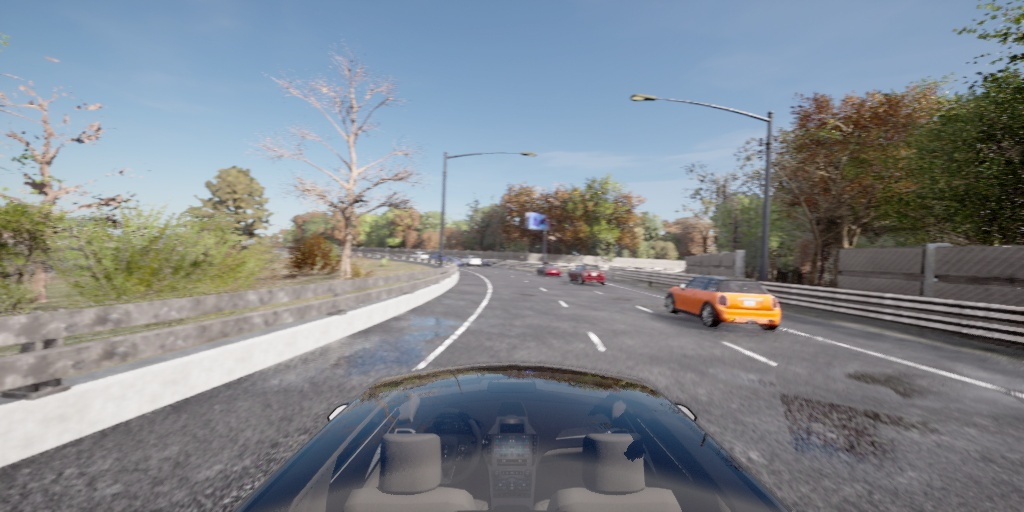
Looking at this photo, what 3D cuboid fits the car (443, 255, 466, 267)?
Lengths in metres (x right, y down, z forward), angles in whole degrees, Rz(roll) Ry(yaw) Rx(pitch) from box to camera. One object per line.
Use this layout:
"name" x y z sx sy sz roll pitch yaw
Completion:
"car" -10.283 1.085 62.627 2.033 1.411 5.357 3 0 -27

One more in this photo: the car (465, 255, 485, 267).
"car" -7.504 0.902 64.957 2.150 2.045 5.566 3 0 -27

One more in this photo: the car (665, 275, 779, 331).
"car" 7.476 1.508 13.284 2.097 1.767 4.553 3 0 2

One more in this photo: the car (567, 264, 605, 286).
"car" 6.401 1.539 31.326 2.097 1.767 4.553 3 0 -8

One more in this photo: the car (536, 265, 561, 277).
"car" 4.266 1.701 42.442 1.994 1.385 4.181 3 0 -14
